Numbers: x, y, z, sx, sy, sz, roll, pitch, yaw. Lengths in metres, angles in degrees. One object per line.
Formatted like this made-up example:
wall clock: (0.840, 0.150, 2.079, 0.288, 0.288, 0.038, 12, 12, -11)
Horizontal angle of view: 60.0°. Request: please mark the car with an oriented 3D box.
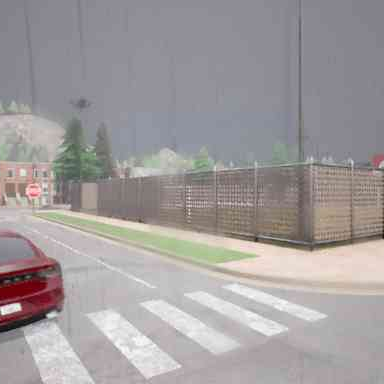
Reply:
car: (-4.166, 1.481, 6.466, 1.882, 1.535, 5.008, -5, 3, -42)
